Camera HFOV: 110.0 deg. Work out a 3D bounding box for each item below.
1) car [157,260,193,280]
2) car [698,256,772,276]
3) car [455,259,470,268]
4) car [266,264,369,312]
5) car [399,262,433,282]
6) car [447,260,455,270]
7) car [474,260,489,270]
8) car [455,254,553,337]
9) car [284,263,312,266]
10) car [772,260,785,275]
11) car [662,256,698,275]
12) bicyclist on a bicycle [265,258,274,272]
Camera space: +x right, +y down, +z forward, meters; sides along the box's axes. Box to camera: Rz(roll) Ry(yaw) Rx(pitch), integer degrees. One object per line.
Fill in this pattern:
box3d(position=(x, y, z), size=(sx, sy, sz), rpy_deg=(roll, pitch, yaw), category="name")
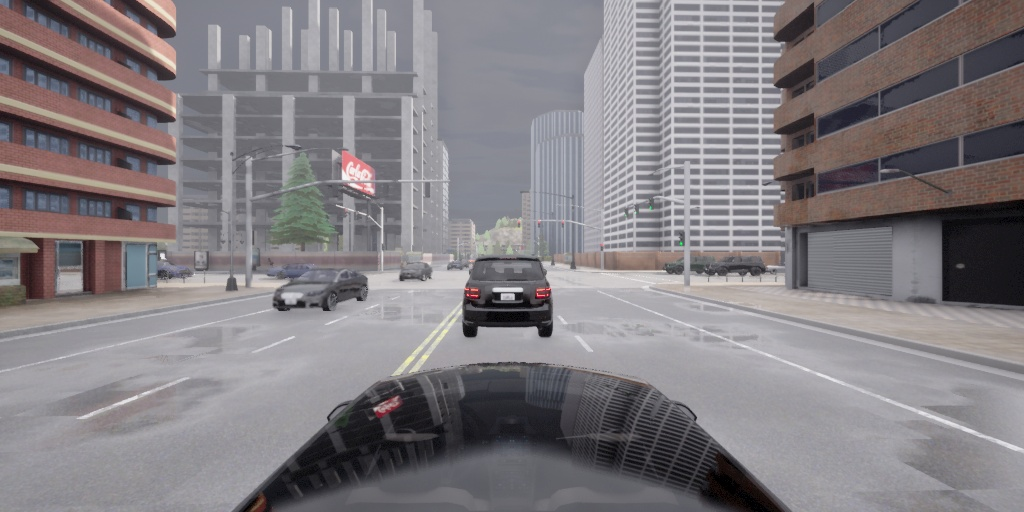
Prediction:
box3d(position=(-29.988, 1.102, 30.498), size=(4.553, 1.767, 2.097), rpy_deg=(0, 0, -1), category="car")
box3d(position=(21.996, 0.971, 35.550), size=(5.566, 2.045, 2.150), rpy_deg=(0, 0, -2), category="car")
box3d(position=(-8.272, 1.255, 60.361), size=(1.837, 1.490, 4.892), rpy_deg=(0, 0, -1), category="car")
box3d(position=(-7.344, 1.241, 14.284), size=(2.128, 1.511, 4.902), rpy_deg=(0, 0, -1), category="car")
box3d(position=(-7.645, 1.256, 28.857), size=(1.837, 1.490, 4.892), rpy_deg=(0, 0, -1), category="car")
box3d(position=(-8.112, 1.313, 51.790), size=(1.994, 1.385, 4.181), rpy_deg=(0, 0, -1), category="car")
box3d(position=(-4.666, 1.314, 54.620), size=(1.994, 1.385, 4.181), rpy_deg=(0, 0, -1), category="car")
box3d(position=(-0.120, 0.971, 10.397), size=(2.150, 2.045, 5.566), rpy_deg=(0, 0, -1), category="car")
box3d(position=(-17.984, 1.298, 30.892), size=(5.357, 1.411, 2.033), rpy_deg=(0, 0, -2), category="car")
box3d(position=(29.515, 1.351, 39.231), size=(4.718, 1.301, 1.895), rpy_deg=(0, 0, -1), category="car")
box3d(position=(19.385, 0.972, 38.980), size=(5.566, 2.045, 2.150), rpy_deg=(0, 0, -1), category="car")
box3d(position=(-28.705, 1.051, 42.519), size=(0.582, 1.620, 1.656), rpy_deg=(0, 0, -1), category="bicyclist on a bicycle")
